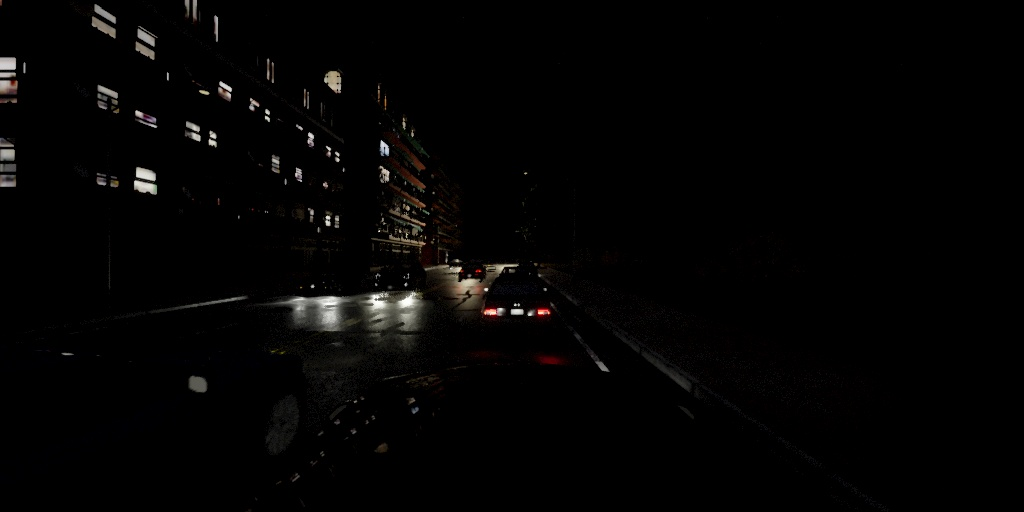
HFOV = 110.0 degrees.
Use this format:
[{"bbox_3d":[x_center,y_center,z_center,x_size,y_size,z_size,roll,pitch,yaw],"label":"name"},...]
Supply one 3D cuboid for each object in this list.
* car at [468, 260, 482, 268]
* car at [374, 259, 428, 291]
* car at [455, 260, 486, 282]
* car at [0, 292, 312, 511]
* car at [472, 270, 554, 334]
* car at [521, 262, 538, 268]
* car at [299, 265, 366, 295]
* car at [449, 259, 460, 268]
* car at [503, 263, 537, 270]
[{"bbox_3d":[-6.480,1.346,63.640,1.895,1.301,4.718,0,0,1],"label":"car"},{"bbox_3d":[-6.575,1.103,21.577,2.097,1.767,4.553,0,0,0],"label":"car"},{"bbox_3d":[-3.117,1.277,28.647,1.812,1.442,4.674,0,0,0],"label":"car"},{"bbox_3d":[-3.153,1.228,1.886,1.882,1.535,5.008,0,0,0],"label":"car"},{"bbox_3d":[0.113,1.298,10.538,2.033,1.411,5.357,0,0,0],"label":"car"},{"bbox_3d":[1.174,1.256,30.666,1.837,1.490,4.892,0,0,0],"label":"car"},{"bbox_3d":[-9.827,1.256,20.098,1.837,1.490,4.892,0,0,0],"label":"car"},{"bbox_3d":[-9.731,1.293,62.777,2.033,1.411,5.357,0,0,1],"label":"car"},{"bbox_3d":[0.124,1.299,20.899,2.033,1.411,5.357,0,0,0],"label":"car"}]
